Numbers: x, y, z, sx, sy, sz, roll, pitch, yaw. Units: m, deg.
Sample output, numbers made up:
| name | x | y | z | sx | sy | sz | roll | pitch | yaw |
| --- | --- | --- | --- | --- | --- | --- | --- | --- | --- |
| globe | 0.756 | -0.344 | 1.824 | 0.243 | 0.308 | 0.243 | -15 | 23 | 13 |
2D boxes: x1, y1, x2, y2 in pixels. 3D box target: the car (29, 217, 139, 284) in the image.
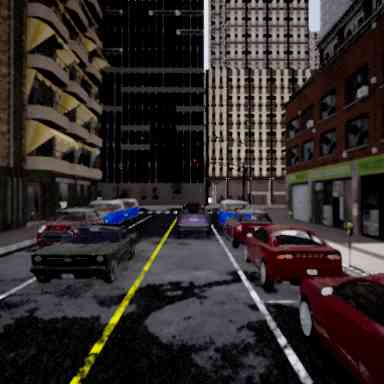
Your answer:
| name | x | y | z | sx | sy | sz | roll | pitch | yaw |
| --- | --- | --- | --- | --- | --- | --- | --- | --- | --- |
| car | -2.848 | 1.642 | 9.847 | 1.895 | 1.301 | 4.718 | 0 | 0 | 0 |

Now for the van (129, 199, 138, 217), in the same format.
| name | x | y | z | sx | sy | sz | roll | pitch | yaw |
| --- | --- | --- | --- | --- | --- | --- | --- | --- | --- |
| van | -5.309 | 1.462 | 26.419 | 1.690 | 1.788 | 3.998 | 0 | 0 | 0 |

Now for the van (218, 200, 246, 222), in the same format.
| name | x | y | z | sx | sy | sz | roll | pitch | yaw |
| --- | --- | --- | --- | --- | --- | --- | --- | --- | --- |
| van | 2.571 | 1.433 | 20.734 | 1.690 | 1.788 | 3.998 | 0 | 0 | 0 |

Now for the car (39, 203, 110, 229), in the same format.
| name | x | y | z | sx | sy | sz | roll | pitch | yaw |
| --- | --- | --- | --- | --- | --- | --- | --- | --- | --- |
| car | -5.310 | 1.505 | 15.039 | 1.967 | 1.590 | 4.097 | 0 | 0 | 0 |

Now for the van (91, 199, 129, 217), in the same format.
| name | x | y | z | sx | sy | sz | roll | pitch | yaw |
| --- | --- | --- | --- | --- | --- | --- | --- | --- | --- |
| van | -5.310 | 1.434 | 20.729 | 1.690 | 1.788 | 3.998 | 0 | 0 | 0 |

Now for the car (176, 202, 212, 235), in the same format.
| name | x | y | z | sx | sy | sz | roll | pitch | yaw |
| --- | --- | --- | --- | --- | --- | --- | --- | --- | --- |
| car | 0.101 | 1.516 | 19.446 | 2.033 | 1.649 | 4.856 | 0 | 0 | 0 |

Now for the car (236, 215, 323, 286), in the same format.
| name | x | y | z | sx | sy | sz | roll | pitch | yaw |
| --- | --- | --- | --- | --- | --- | --- | --- | --- | --- |
| car | 2.570 | 1.584 | 9.354 | 1.887 | 1.381 | 4.507 | 0 | 0 | 0 |

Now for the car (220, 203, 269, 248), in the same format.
| name | x | y | z | sx | sy | sz | roll | pitch | yaw |
| --- | --- | --- | --- | --- | --- | --- | --- | --- | --- |
| car | 2.570 | 1.505 | 15.044 | 1.967 | 1.590 | 4.097 | 0 | 0 | 0 |

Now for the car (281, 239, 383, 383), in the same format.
| name | x | y | z | sx | sy | sz | roll | pitch | yaw |
| --- | --- | --- | --- | --- | --- | --- | --- | --- | --- |
| car | 2.570 | 1.560 | 3.664 | 1.887 | 1.381 | 4.507 | 0 | 0 | 0 |

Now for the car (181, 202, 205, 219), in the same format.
| name | x | y | z | sx | sy | sz | roll | pitch | yaw |
| --- | --- | --- | --- | --- | --- | --- | --- | --- | --- |
| car | 0.105 | 1.694 | 31.657 | 2.033 | 1.411 | 5.357 | 0 | 0 | 0 |
